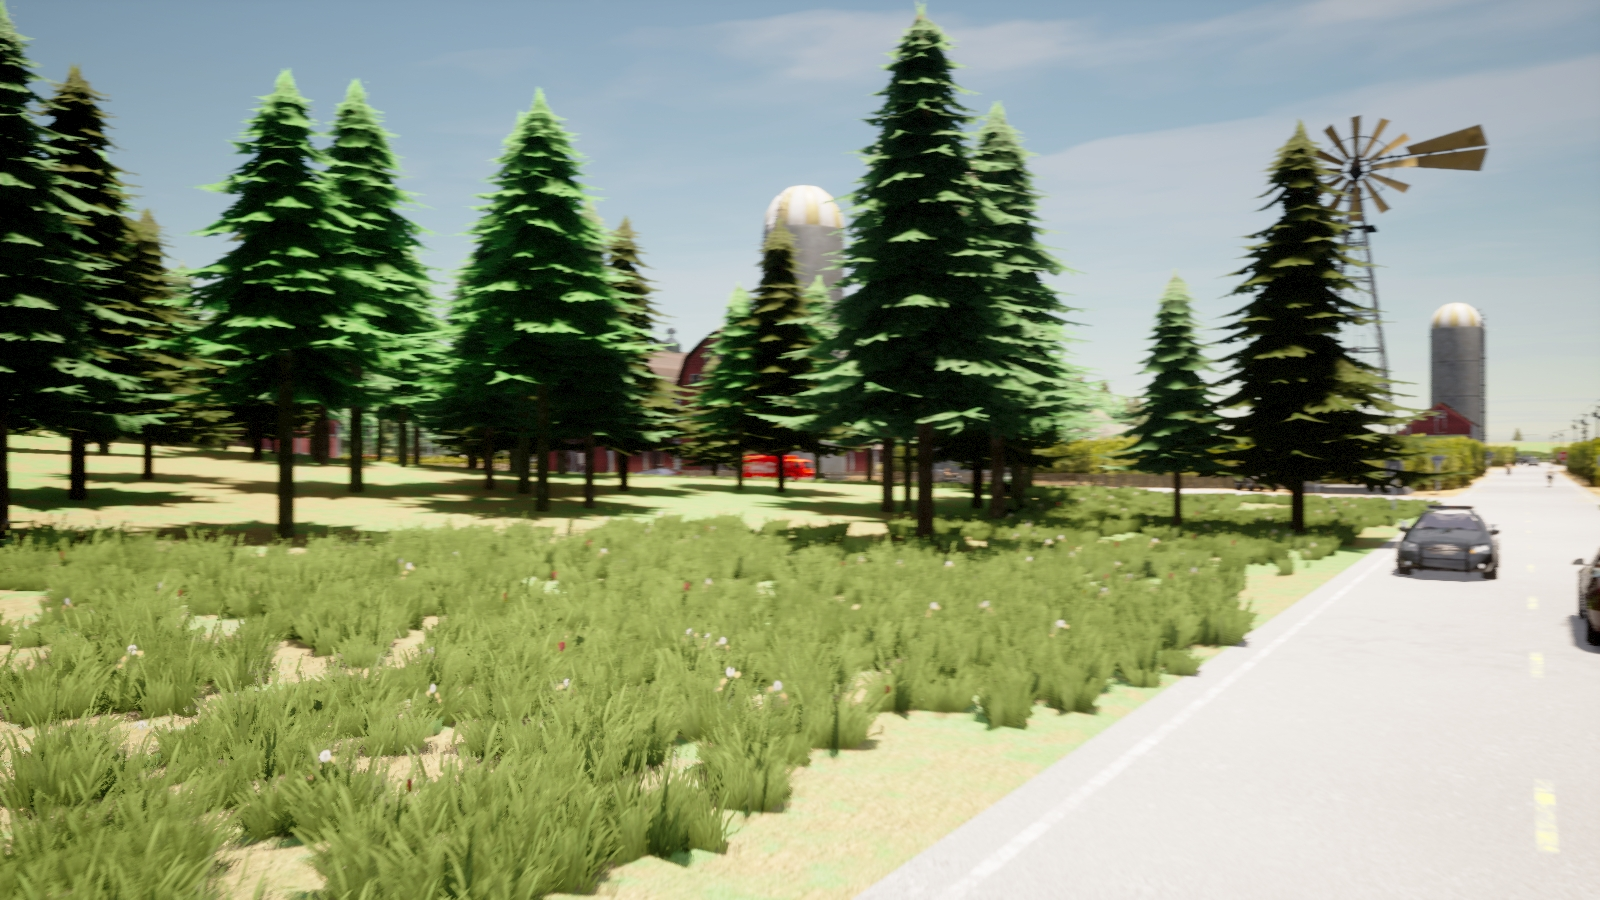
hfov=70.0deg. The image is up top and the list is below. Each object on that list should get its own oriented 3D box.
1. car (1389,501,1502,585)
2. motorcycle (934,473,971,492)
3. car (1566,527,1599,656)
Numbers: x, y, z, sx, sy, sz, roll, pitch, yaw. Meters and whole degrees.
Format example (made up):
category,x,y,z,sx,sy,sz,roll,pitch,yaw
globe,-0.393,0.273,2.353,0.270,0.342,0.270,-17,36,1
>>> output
category,x,y,z,sx,sy,sz,roll,pitch,yaw
car,15.142,2.074,26.666,2.038,1.542,4.974,0,0,32
motorcycle,10.300,2.193,77.350,2.356,1.277,0.764,0,0,33
car,12.936,2.081,17.260,2.163,1.488,4.792,0,0,33
